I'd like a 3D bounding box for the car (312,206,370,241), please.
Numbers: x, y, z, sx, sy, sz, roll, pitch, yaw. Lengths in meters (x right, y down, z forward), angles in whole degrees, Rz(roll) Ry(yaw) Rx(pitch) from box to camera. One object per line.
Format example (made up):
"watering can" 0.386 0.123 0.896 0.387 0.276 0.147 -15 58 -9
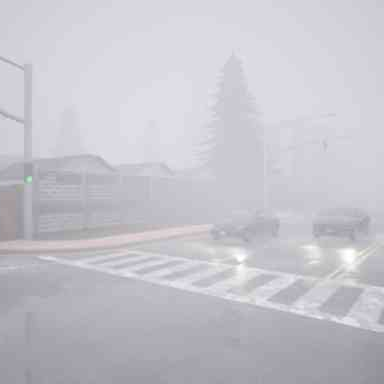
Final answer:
"car" 7.693 1.477 16.969 1.882 1.535 5.008 0 0 38

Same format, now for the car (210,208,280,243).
"car" 2.748 1.523 16.286 1.812 1.442 4.674 0 0 38
